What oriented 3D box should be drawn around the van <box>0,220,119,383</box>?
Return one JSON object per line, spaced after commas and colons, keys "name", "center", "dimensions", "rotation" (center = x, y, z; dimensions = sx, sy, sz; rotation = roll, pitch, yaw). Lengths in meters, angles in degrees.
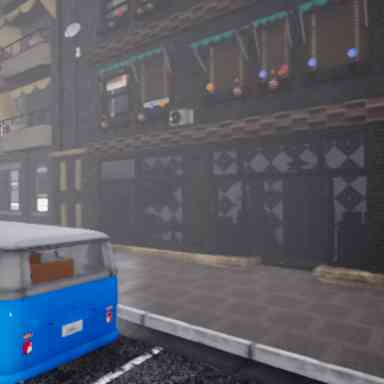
{"name": "van", "center": [-2.898, 1.352, 4.956], "dimensions": [3.998, 1.788, 1.690], "rotation": [0, -1, 35]}
